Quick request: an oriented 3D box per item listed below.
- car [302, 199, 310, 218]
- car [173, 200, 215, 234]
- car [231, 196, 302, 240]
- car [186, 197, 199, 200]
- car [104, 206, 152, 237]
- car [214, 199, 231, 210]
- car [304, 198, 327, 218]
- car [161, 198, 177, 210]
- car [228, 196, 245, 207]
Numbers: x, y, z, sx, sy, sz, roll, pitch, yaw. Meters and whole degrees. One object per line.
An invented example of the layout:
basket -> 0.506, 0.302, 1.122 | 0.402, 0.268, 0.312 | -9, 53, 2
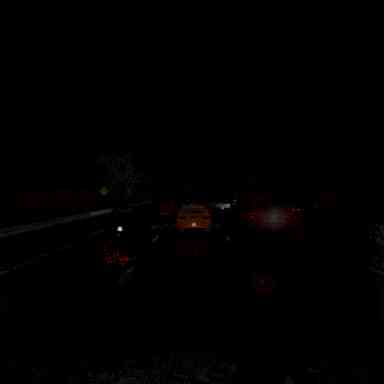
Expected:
car -> 7.097, 1.497, 26.007 | 2.128, 1.511, 4.902 | 0, 0, 0
car -> 0.098, 1.481, 19.099 | 1.882, 1.535, 5.008 | 0, 0, 0
car -> 3.598, 1.225, 17.213 | 2.150, 2.045, 5.566 | 0, 0, 0
car -> 0.091, 1.516, 53.851 | 1.837, 1.490, 4.892 | 0, 0, 0
car -> -3.403, 1.508, 18.136 | 1.837, 1.490, 4.892 | 0, 0, 0
car -> 3.594, 1.609, 41.514 | 1.895, 1.301, 4.718 | 0, 0, 0
car -> 10.594, 1.358, 30.566 | 2.097, 1.767, 4.553 | 0, 0, 0
car -> -2.744, 1.512, 42.152 | 1.837, 1.490, 4.892 | 0, 0, 3
car -> 7.092, 1.503, 53.426 | 2.128, 1.511, 4.902 | 0, 0, 0
